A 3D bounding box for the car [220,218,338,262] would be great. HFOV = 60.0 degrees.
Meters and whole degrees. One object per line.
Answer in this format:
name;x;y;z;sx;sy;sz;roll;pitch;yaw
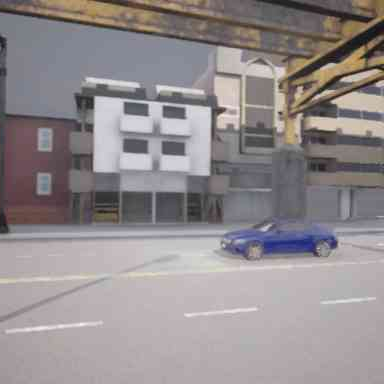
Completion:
car;3.399;1.750;12.902;4.674;1.442;1.812;1;-1;-16
